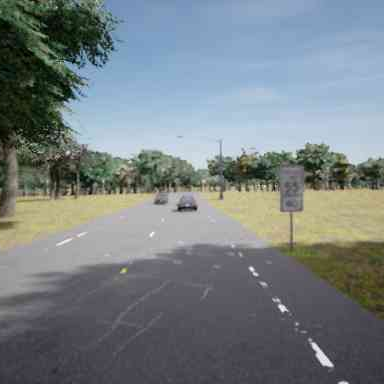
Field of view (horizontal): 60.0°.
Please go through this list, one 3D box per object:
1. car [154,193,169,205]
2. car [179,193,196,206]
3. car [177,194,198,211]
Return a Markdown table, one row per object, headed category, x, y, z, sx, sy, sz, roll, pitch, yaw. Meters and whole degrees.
| category | x | y | z | sx | sy | sz | roll | pitch | yaw |
| --- | --- | --- | --- | --- | --- | --- | --- | --- | --- |
| car | -4.155 | 0.981 | 46.068 | 1.837 | 1.490 | 4.892 | -1 | 1 | -1 |
| car | -0.591 | 0.969 | 44.238 | 2.033 | 1.411 | 5.357 | -1 | 1 | 0 |
| car | -0.440 | 1.169 | 33.654 | 1.994 | 1.385 | 4.181 | -1 | 1 | 0 |
